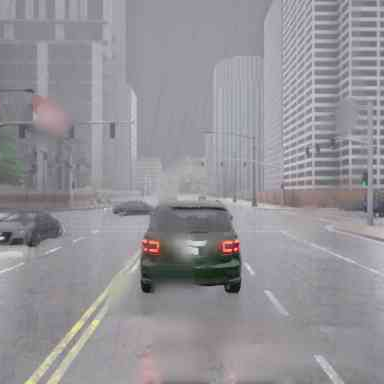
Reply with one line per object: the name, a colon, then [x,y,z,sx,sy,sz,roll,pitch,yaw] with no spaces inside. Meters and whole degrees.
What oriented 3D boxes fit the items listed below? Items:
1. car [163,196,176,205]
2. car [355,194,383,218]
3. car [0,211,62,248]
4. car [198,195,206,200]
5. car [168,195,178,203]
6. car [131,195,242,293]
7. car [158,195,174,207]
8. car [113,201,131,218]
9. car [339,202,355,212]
car: [-4.086,1.547,61.872,2.033,1.411,5.357,0,0,0]
car: [18.334,1.221,30.143,5.566,2.045,2.150,0,0,-1]
car: [-7.326,1.564,14.649,1.994,1.385,4.181,0,0,-2]
car: [2.731,1.500,90.601,1.837,1.490,4.892,0,0,0]
car: [-4.110,1.500,72.176,1.837,1.490,4.892,0,0,0]
car: [-0.021,1.221,8.991,2.150,2.045,5.566,0,0,0]
car: [-4.030,1.352,52.249,2.097,1.767,4.553,0,0,0]
car: [-4.699,1.526,29.819,4.674,1.442,1.812,0,0,-1]
car: [19.463,1.547,37.359,5.357,1.411,2.033,0,0,-1]
